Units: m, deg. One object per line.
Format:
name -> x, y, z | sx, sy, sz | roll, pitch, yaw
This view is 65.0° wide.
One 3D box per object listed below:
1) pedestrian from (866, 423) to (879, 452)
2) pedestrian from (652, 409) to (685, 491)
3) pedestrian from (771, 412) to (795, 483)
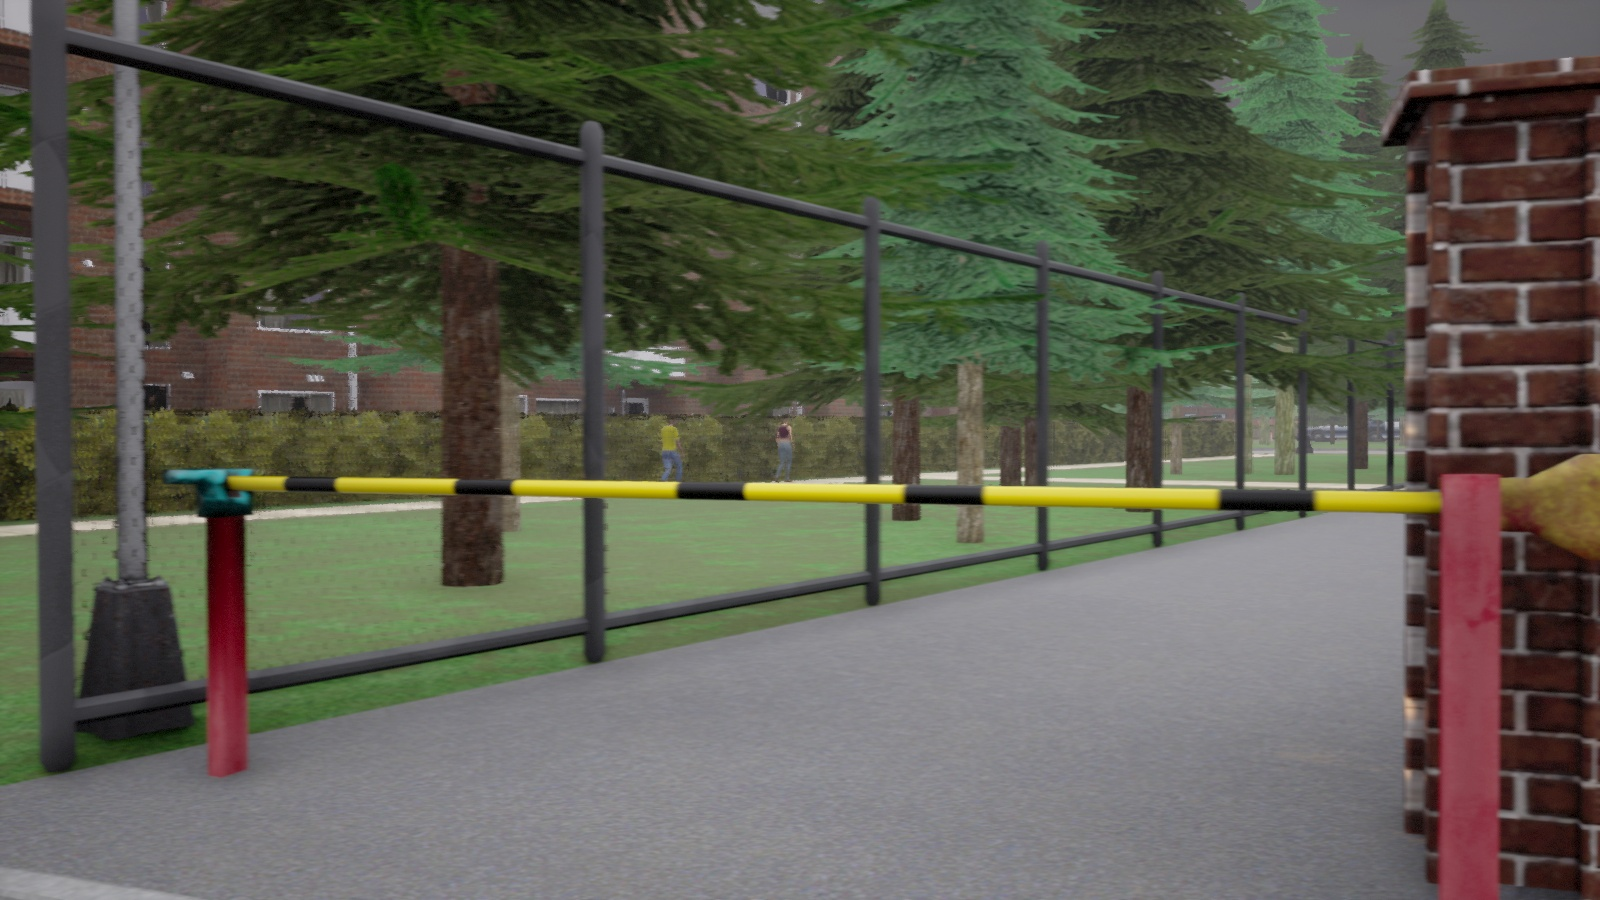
pedestrian -> 4.748, -0.823, 82.390 | 0.703, 1.840, 0.431 | 1, 1, 36
pedestrian -> -2.997, -0.008, 28.714 | 0.354, 1.836, 0.706 | 1, 1, 37
pedestrian -> -0.440, -0.066, 33.011 | 0.345, 1.836, 0.594 | 1, 1, 37
